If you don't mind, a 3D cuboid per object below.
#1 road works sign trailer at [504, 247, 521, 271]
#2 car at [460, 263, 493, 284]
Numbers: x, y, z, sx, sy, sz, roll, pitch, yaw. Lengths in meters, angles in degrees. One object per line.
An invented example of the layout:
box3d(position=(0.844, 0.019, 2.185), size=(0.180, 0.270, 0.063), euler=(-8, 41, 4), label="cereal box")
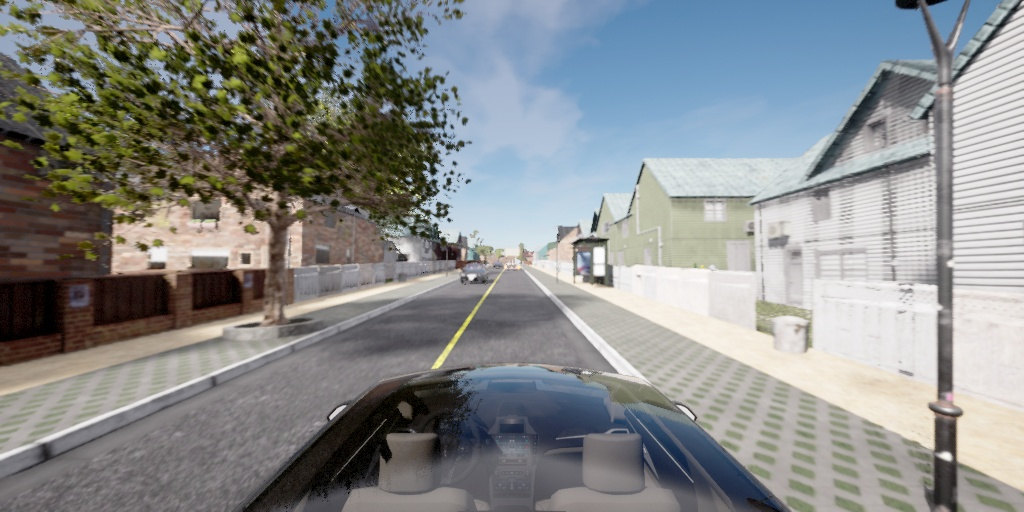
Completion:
box3d(position=(0.023, 0.460, 54.436), size=(2.380, 3.560, 2.880), euler=(0, 0, 1), label="road works sign trailer")
box3d(position=(-2.831, 1.318, 27.630), size=(2.128, 1.511, 4.902), euler=(0, 0, 0), label="car")
